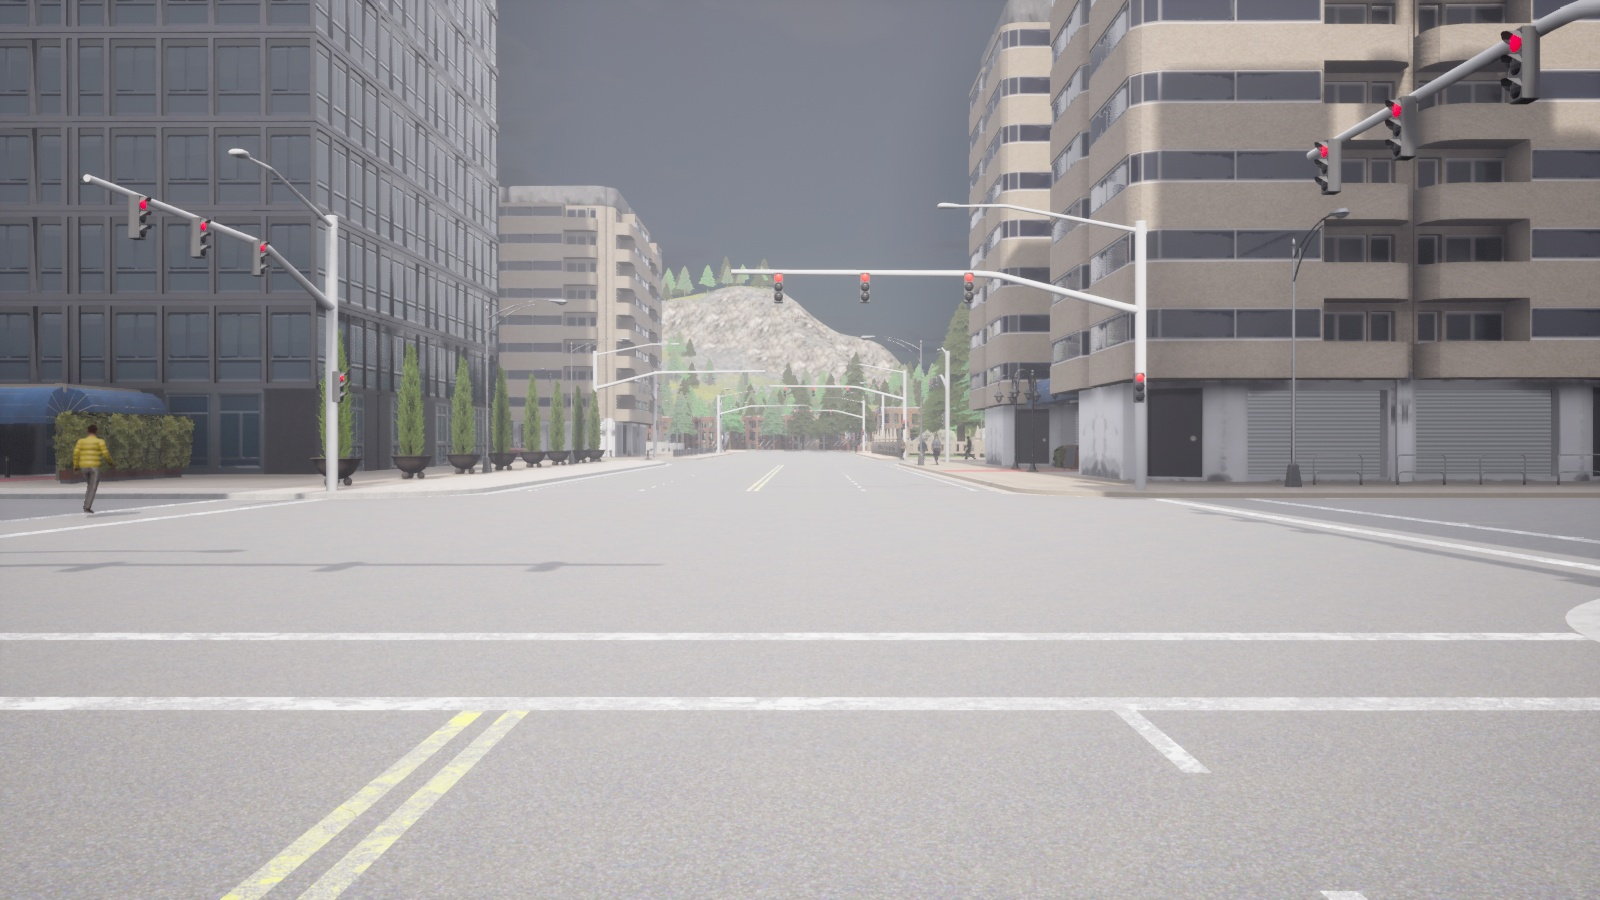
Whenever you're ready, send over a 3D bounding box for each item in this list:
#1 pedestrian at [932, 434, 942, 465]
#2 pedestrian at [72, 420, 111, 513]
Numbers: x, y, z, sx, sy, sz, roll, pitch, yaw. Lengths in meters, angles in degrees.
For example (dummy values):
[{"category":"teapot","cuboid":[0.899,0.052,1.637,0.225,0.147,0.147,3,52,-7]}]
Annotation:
[{"category":"pedestrian","cuboid":[8.219,-0.015,75.483,0.540,1.848,0.694,0,0,1]},{"category":"pedestrian","cuboid":[-14.320,0.330,25.381,0.431,1.840,0.709,0,0,-6]}]
